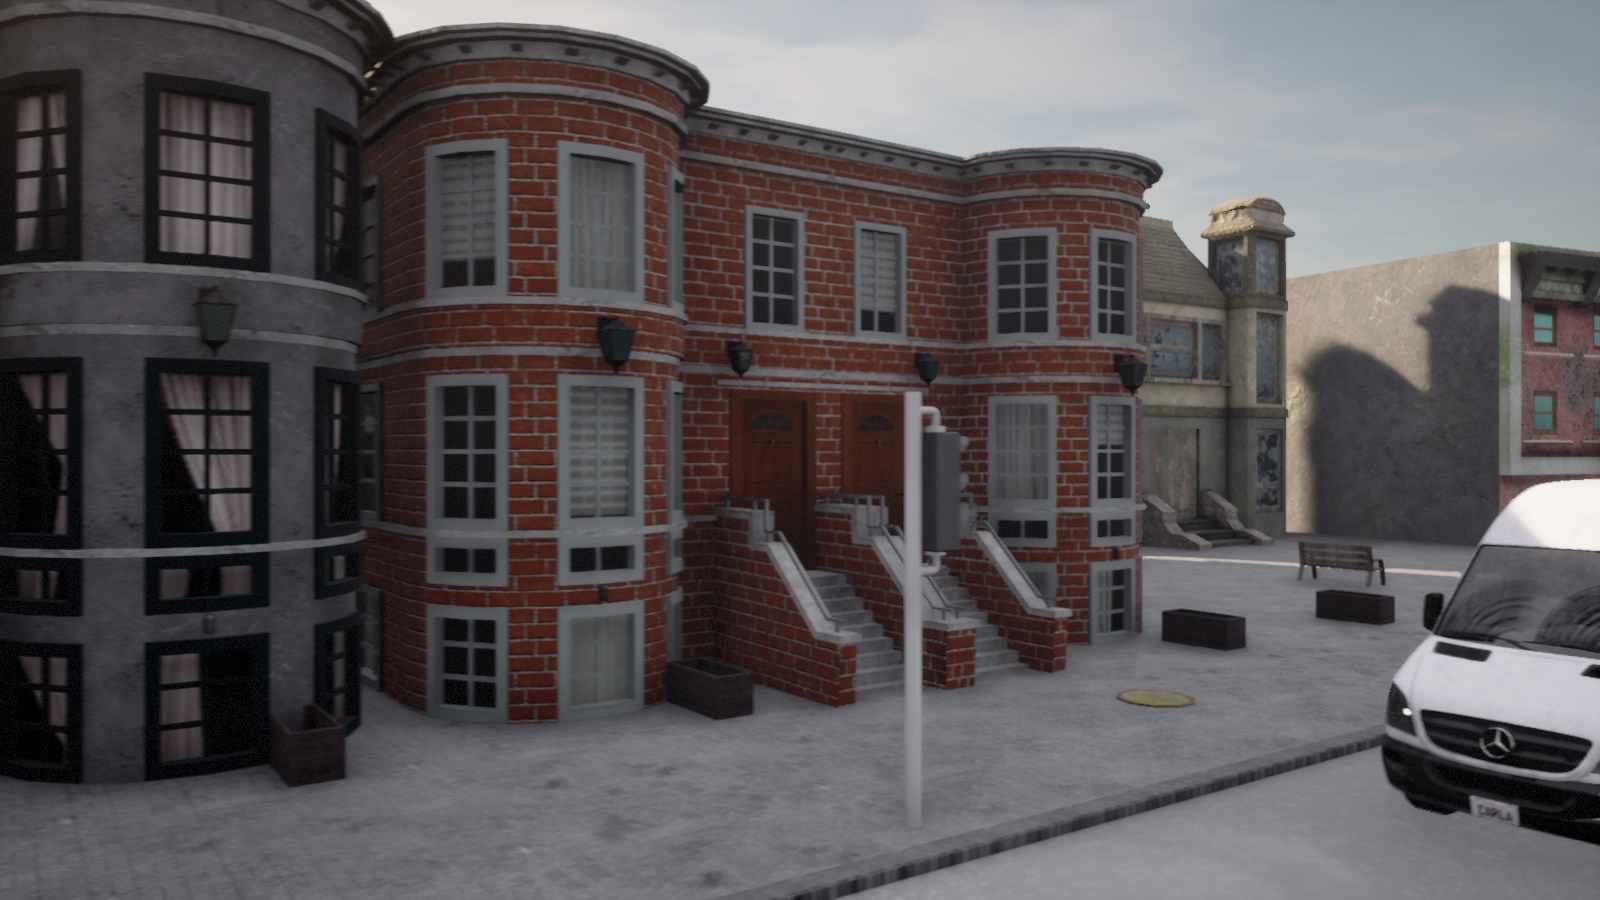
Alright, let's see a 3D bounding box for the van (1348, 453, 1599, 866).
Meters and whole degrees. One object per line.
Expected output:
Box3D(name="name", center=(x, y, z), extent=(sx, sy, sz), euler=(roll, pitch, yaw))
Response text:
Box3D(name="van", center=(7.053, 1.313, 9.349), extent=(5.915, 2.561, 1.988), euler=(0, 0, -35))
